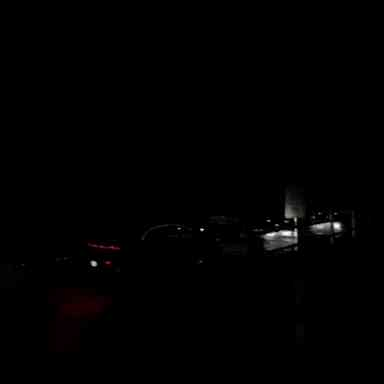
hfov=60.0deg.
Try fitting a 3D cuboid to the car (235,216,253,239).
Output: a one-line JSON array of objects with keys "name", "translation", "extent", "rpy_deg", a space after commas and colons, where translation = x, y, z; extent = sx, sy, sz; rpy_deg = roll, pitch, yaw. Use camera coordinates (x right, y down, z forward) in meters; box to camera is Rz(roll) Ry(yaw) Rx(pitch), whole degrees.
[{"name": "car", "translation": [1.301, 1.918, 17.776], "extent": [1.895, 1.301, 4.718], "rpy_deg": [-2, -2, 40]}]

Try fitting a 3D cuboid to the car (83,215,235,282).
[{"name": "car", "translation": [-0.993, 1.670, 10.508], "extent": [2.128, 1.511, 4.902], "rpy_deg": [-2, -2, 40]}]

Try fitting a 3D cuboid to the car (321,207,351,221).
[{"name": "car", "translation": [14.163, 2.134, 32.946], "extent": [1.895, 1.301, 4.718], "rpy_deg": [-2, -2, 40]}]

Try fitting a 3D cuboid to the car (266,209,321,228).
[{"name": "car", "translation": [7.620, 1.971, 25.236], "extent": [2.033, 1.411, 5.357], "rpy_deg": [-2, -2, 40]}]
